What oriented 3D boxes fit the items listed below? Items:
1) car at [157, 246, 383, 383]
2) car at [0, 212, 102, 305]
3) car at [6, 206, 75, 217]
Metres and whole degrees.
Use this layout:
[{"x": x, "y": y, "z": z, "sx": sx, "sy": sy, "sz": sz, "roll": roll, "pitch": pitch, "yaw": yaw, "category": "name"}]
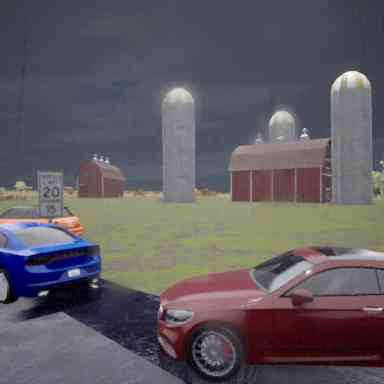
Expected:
[{"x": 1.858, "y": 1.543, "z": 4.742, "sx": 4.674, "sy": 1.442, "sz": 1.812, "roll": 0, "pitch": 0, "yaw": 2, "category": "car"}, {"x": -4.308, "y": 1.480, "z": 8.255, "sx": 5.008, "sy": 1.535, "sz": 1.882, "roll": 0, "pitch": 0, "yaw": 39, "category": "car"}, {"x": -7.120, "y": 1.368, "z": 14.247, "sx": 4.553, "sy": 1.767, "sz": 2.097, "roll": 0, "pitch": 0, "yaw": 12, "category": "car"}]
